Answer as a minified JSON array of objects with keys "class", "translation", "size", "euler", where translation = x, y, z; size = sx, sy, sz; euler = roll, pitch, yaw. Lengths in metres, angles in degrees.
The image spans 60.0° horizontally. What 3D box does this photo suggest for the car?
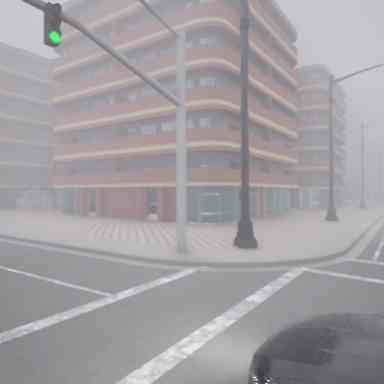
[{"class":"car","translation":[2.709,1.498,1.991],"size":[4.892,1.490,1.837],"euler":[0,0,35]}]
